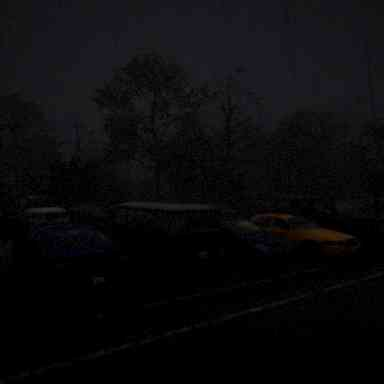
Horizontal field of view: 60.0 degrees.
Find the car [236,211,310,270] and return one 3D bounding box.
[{"bbox_3d":[1.375,1.572,11.568,2.002,1.452,4.674,0,0,-35],"label":"car"}]

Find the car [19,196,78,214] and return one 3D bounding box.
[{"bbox_3d":[-9.123,1.271,20.108,2.435,2.045,5.566,0,0,-35],"label":"car"}]

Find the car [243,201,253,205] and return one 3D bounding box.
[{"bbox_3d":[2.267,1.560,28.036,1.946,1.575,5.366,0,0,-35],"label":"car"}]

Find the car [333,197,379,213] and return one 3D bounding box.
[{"bbox_3d":[20.221,1.507,41.105,2.185,1.767,4.553,0,0,-36],"label":"car"}]

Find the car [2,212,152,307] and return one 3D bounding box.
[{"bbox_3d":[-3.185,1.515,8.306,2.097,1.535,5.008,0,0,-35],"label":"car"}]

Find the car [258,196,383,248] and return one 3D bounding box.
[{"bbox_3d":[5.959,1.297,14.798,2.435,2.045,5.566,0,0,-35],"label":"car"}]

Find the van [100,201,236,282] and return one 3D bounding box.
[{"bbox_3d":[-0.973,1.298,10.034,1.878,1.987,4.442,0,0,-35],"label":"van"}]

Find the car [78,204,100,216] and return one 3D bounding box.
[{"bbox_3d":[-6.883,1.530,21.746,2.097,1.535,5.008,0,0,-35],"label":"car"}]

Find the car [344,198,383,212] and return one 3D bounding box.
[{"bbox_3d":[22.496,1.642,42.696,2.097,1.535,5.008,0,0,-36],"label":"car"}]

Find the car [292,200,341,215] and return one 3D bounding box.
[{"bbox_3d":[13.460,1.645,36.242,2.002,1.452,4.674,0,0,-35],"label":"car"}]

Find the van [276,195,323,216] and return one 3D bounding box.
[{"bbox_3d":[11.132,1.371,34.729,1.878,1.987,4.442,0,0,-35],"label":"van"}]

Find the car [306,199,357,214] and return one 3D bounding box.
[{"bbox_3d":[15.722,1.614,37.853,2.097,1.535,5.008,0,0,-36],"label":"car"}]

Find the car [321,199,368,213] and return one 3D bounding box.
[{"bbox_3d":[17.980,1.663,39.466,2.002,1.452,4.674,0,0,-36],"label":"car"}]

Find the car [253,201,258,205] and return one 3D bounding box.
[{"bbox_3d":[6.697,1.610,31.387,2.163,1.488,4.792,0,0,-35],"label":"car"}]

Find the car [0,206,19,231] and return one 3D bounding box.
[{"bbox_3d":[-11.395,1.515,18.515,2.231,1.521,4.892,0,0,-36],"label":"car"}]

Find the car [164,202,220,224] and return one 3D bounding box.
[{"bbox_3d":[-0.117,1.585,26.600,2.163,1.488,4.792,0,0,-35],"label":"car"}]

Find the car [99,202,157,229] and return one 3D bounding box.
[{"bbox_3d":[-4.623,1.538,23.358,2.097,1.535,5.008,0,0,-35],"label":"car"}]

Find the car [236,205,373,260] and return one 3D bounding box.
[{"bbox_3d":[3.767,1.537,13.042,1.946,1.575,5.366,0,0,-35],"label":"car"}]
